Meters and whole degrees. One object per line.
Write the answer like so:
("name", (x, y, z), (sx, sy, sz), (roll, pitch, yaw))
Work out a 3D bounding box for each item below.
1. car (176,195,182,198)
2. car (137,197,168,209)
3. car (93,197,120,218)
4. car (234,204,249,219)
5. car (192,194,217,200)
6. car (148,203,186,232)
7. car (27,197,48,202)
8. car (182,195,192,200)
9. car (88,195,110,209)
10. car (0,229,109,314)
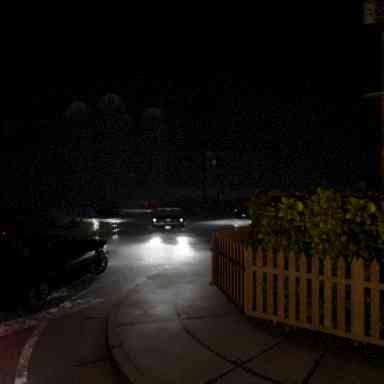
("car", (-2.036, 1.480, 80.620), (4.611, 1.667, 2.242), (0, 0, 35))
("car", (-5.067, 1.478, 43.894), (1.882, 1.535, 5.008), (0, 0, 34))
("car", (-7.772, 1.478, 30.430), (1.882, 1.535, 5.008), (-1, 0, -14))
("car", (5.441, 1.601, 28.824), (1.895, 1.301, 4.718), (0, 0, 35))
("car", (2.668, 1.492, 55.130), (2.128, 1.511, 4.902), (0, 0, 35))
("car", (-1.424, 1.601, 20.202), (1.895, 1.301, 4.718), (0, 0, -3))
("car", (-22.884, 1.506, 49.217), (4.193, 1.474, 1.816), (0, 0, 35))
("car", (0.967, 1.310, 61.565), (4.605, 1.855, 1.932), (0, 0, 35))
("car", (-11.599, 1.521, 42.925), (3.905, 1.438, 1.784), (0, 0, 35))
("car", (-3.573, 1.601, 7.652), (1.895, 1.301, 4.718), (0, 0, 7))
